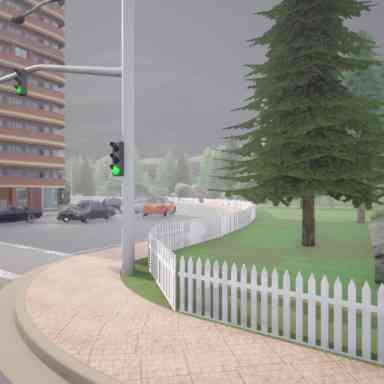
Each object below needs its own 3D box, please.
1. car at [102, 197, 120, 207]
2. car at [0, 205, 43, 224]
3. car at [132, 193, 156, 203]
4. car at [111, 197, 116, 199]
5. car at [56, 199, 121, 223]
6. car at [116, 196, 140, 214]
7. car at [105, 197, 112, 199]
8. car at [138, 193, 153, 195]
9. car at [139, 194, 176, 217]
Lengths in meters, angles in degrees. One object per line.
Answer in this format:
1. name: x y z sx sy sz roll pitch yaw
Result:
1. car: -12.664 1.508 51.592 1.994 1.385 4.181 0 0 -24
2. car: -12.708 1.545 22.629 1.895 1.301 4.718 0 0 23
3. car: -9.593 1.166 66.456 2.150 2.045 5.566 0 0 -40
4. car: -9.813 1.492 41.935 2.033 1.411 5.357 0 0 -7
5. car: -7.822 1.492 25.309 2.033 1.411 5.357 0 0 17
6. car: -6.189 1.470 34.752 1.812 1.442 4.674 0 0 3
7. car: -9.904 1.492 31.861 2.033 1.411 5.357 0 0 8
8. car: -8.286 1.436 58.485 2.128 1.511 4.902 0 0 -30
9. car: -2.906 1.296 30.755 2.097 1.767 4.553 0 0 9
